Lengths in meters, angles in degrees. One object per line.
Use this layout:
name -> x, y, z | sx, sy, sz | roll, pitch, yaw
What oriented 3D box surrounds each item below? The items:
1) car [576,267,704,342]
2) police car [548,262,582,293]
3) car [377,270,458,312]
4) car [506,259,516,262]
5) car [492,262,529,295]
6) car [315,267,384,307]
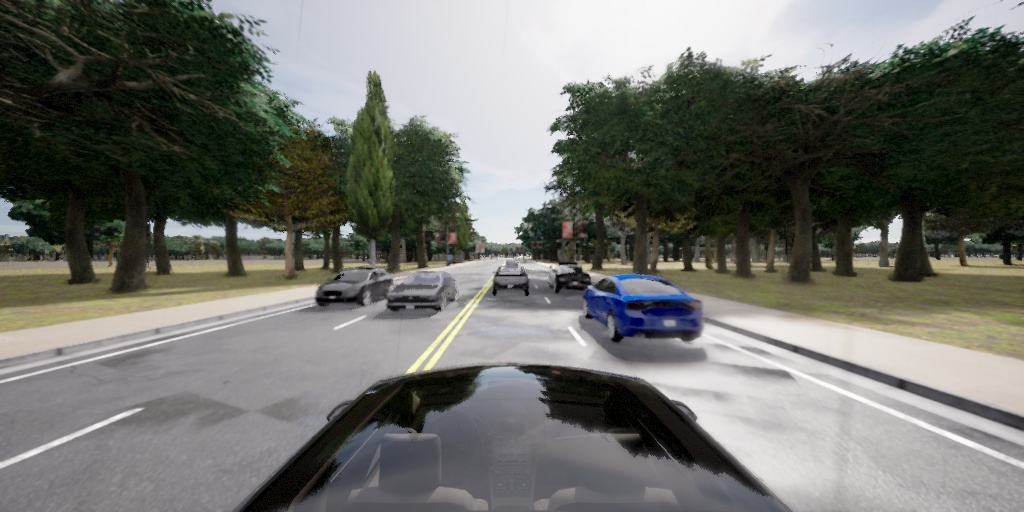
car -> 3.246, 1.235, 9.858 | 1.882, 1.535, 5.008 | 0, 0, 0
police car -> 3.231, 1.189, 20.972 | 1.930, 1.638, 5.238 | 0, 0, 0
car -> -3.361, 1.309, 14.486 | 2.033, 1.411, 5.357 | 0, 0, 0
car -> -0.053, 1.328, 55.608 | 1.994, 1.385, 4.181 | 0, 0, 0
car -> -0.061, 1.256, 19.815 | 2.128, 1.511, 4.902 | 0, 0, 0
car -> -6.611, 1.267, 15.615 | 1.837, 1.490, 4.892 | 0, 0, 0
